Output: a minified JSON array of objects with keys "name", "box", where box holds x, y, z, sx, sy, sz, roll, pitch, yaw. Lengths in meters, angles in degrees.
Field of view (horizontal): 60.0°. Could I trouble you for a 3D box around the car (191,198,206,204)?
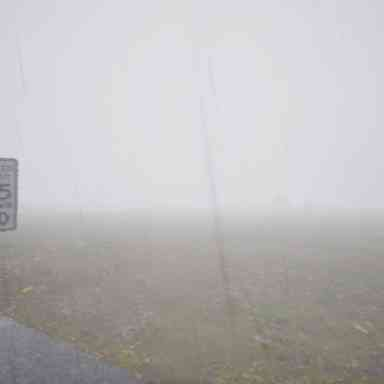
[{"name":"car","box":[1.628,2.262,85.666,1.882,1.535,5.008,1,0,36]}]
